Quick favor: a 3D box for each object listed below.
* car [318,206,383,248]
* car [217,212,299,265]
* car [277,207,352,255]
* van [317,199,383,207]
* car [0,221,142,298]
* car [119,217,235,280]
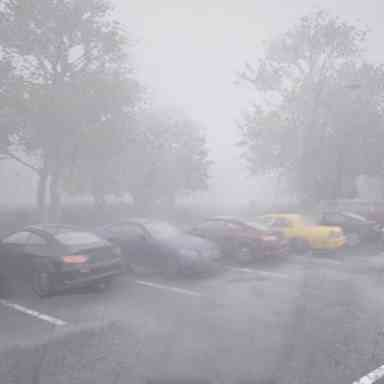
[{"bbox_3d":[5.965,1.573,15.279,5.008,1.535,2.097,-1,-1,35],"label":"car"},{"bbox_3d":[1.079,1.578,11.900,4.674,1.452,2.002,-1,-1,35],"label":"car"},{"bbox_3d":[3.362,1.556,13.710,5.366,1.575,1.946,-1,-1,35],"label":"car"},{"bbox_3d":[8.319,1.365,17.026,4.442,1.987,1.878,-1,-1,36],"label":"van"},{"bbox_3d":[-3.753,1.537,8.511,4.674,1.452,2.002,-1,-1,34],"label":"car"},{"bbox_3d":[-1.328,1.558,10.198,4.674,1.452,2.002,0,-1,35],"label":"car"}]
